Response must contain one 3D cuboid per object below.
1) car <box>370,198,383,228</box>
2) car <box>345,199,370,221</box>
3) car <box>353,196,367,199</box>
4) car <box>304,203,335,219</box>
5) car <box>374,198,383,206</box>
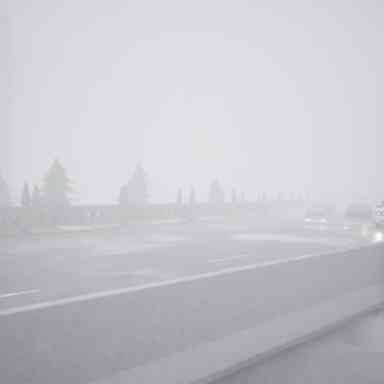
[{"bbox_3d":[14.338,1.429,23.177,2.150,2.045,5.566,0,-1,38],"label":"car"},{"bbox_3d":[15.299,1.736,30.339,1.882,1.535,5.008,0,0,34],"label":"car"},{"bbox_3d":[34.166,1.745,67.489,2.150,2.045,5.566,0,0,31],"label":"car"},{"bbox_3d":[12.630,1.816,32.577,2.033,1.411,5.357,0,-1,34],"label":"car"},{"bbox_3d":[37.172,2.014,65.696,1.837,1.490,4.892,0,0,31],"label":"car"}]
